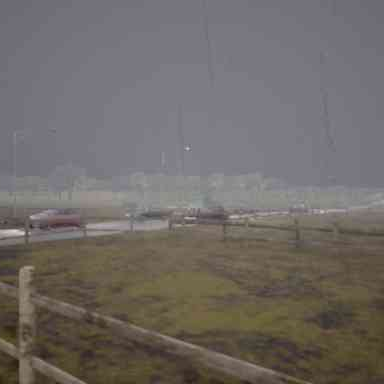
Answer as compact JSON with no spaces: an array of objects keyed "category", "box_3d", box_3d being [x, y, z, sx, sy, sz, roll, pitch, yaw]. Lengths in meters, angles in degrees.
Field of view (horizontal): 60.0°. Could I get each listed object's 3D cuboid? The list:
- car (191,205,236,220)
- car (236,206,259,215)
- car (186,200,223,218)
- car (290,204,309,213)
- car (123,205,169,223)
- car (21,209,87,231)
[{"category":"car","box_3d":[2.285,2.282,34.220,1.895,1.301,4.718,1,-1,35]},{"category":"car","box_3d":[7.549,2.577,46.733,1.895,1.301,4.718,1,-1,36]},{"category":"car","box_3d":[1.641,1.933,38.405,2.150,2.045,5.566,1,-1,35]},{"category":"car","box_3d":[18.537,2.788,57.298,2.097,1.767,4.553,1,-1,37]},{"category":"car","box_3d":[-4.085,1.969,30.289,2.128,1.511,4.902,1,-1,35]},{"category":"car","box_3d":[-9.353,1.843,22.825,1.994,1.385,4.181,1,-1,36]}]
